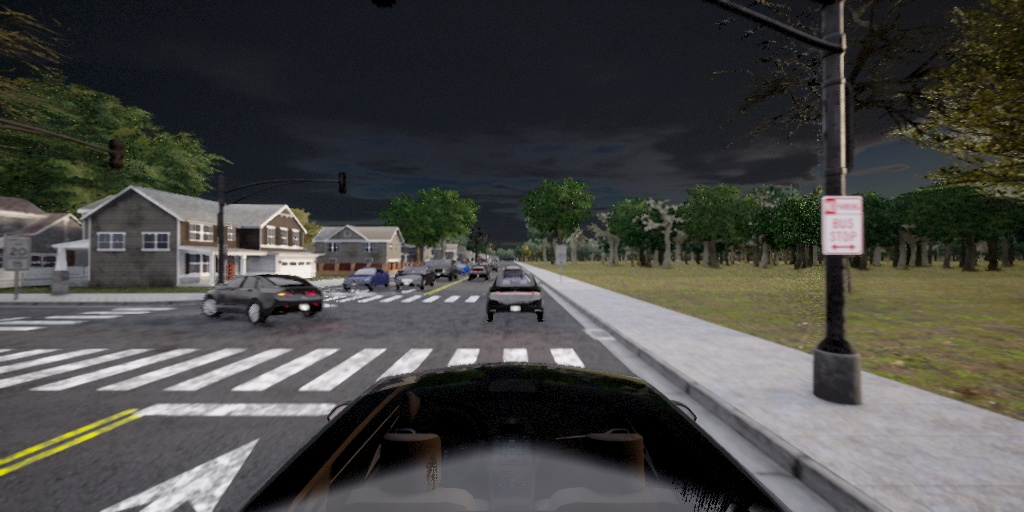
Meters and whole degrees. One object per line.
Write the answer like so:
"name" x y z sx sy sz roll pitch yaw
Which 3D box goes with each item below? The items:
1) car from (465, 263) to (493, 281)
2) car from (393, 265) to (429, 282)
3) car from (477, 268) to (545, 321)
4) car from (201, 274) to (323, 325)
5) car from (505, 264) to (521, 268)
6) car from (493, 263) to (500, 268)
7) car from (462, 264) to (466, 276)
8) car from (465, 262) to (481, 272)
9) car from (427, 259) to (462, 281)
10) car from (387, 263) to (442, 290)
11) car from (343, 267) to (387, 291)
"car" -3.139 1.611 35.442 1.837 1.490 4.892 0 -1 0
"car" -9.829 1.652 35.295 2.033 1.411 5.357 0 -1 0
"car" 0.104 1.366 13.050 2.128 1.511 4.902 0 -1 0
"car" -8.643 1.373 12.400 4.892 1.490 1.837 0 -3 28
"car" 0.113 1.584 35.489 1.882 1.535 5.008 0 -1 0
"car" -3.196 1.855 59.238 1.837 1.490 4.892 0 0 1
"car" -6.536 1.681 44.984 1.882 1.535 5.008 0 -1 0
"car" -6.481 1.870 60.451 2.128 1.511 4.902 0 -1 0
"car" -6.596 1.322 34.938 2.150 2.045 5.566 0 -1 -1
"car" -6.592 1.490 24.931 2.128 1.511 4.902 0 -1 0
"car" -9.843 1.522 24.683 1.812 1.442 4.674 0 -1 0
